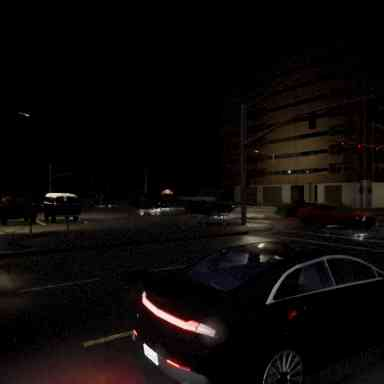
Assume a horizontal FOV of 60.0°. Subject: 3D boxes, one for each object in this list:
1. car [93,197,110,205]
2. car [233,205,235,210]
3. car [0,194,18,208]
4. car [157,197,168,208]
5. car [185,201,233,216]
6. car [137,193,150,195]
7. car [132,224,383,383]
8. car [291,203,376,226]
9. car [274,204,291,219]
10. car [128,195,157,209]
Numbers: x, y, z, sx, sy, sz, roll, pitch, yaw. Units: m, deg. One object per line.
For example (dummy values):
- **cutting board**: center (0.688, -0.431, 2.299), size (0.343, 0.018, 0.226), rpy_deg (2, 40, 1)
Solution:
- **car**: center (-16.072, 1.580, 58.922), size (1.812, 1.442, 4.674), rpy_deg (0, 0, -34)
- **car**: center (2.648, 1.653, 37.532), size (1.895, 1.301, 4.718), rpy_deg (0, 0, -34)
- **car**: center (-31.448, 1.208, 56.535), size (1.932, 1.855, 4.605), rpy_deg (0, 0, -34)
- **car**: center (-5.290, 1.558, 49.181), size (1.837, 1.490, 4.892), rpy_deg (0, 0, -34)
- **car**: center (1.327, 1.600, 33.261), size (2.033, 1.411, 5.357), rpy_deg (0, 0, -35)
- **car**: center (-10.459, 1.273, 69.482), size (2.150, 2.045, 5.566), rpy_deg (0, 0, -34)
- **car**: center (1.573, 1.491, 4.865), size (4.902, 1.511, 2.128), rpy_deg (0, 0, -34)
- **car**: center (9.253, 1.504, 21.649), size (1.882, 1.535, 5.008), rpy_deg (0, 0, -34)
- **car**: center (9.441, 1.595, 27.760), size (2.033, 1.411, 5.357), rpy_deg (0, 0, -36)
- **car**: center (-7.091, 1.530, 45.598), size (1.882, 1.535, 5.008), rpy_deg (0, 0, -34)
